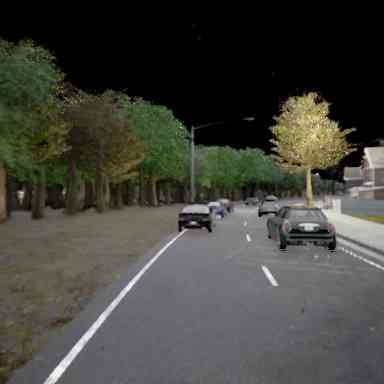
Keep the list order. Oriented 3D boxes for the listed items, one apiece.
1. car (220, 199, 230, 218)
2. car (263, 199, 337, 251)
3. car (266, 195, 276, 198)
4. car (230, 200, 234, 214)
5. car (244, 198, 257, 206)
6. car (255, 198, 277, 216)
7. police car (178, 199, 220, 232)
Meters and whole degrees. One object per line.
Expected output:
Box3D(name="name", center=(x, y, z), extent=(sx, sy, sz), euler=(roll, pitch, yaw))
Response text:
Box3D(name="car", center=(2.073, 1.499, 29.767), extent=(1.812, 1.442, 4.674), euler=(0, 0, 12))
Box3D(name="car", center=(4.504, 1.355, 14.336), extent=(2.097, 1.767, 4.553), euler=(0, 0, 5))
Box3D(name="car", center=(16.076, 1.395, 67.667), extent=(1.994, 1.385, 4.181), euler=(0, 0, 27))
Box3D(name="car", center=(3.380, 1.443, 35.594), extent=(1.882, 1.535, 5.008), euler=(0, 0, 14))
Box3D(name="car", center=(9.662, 1.544, 52.723), extent=(1.895, 1.301, 4.718), euler=(0, 0, 21))
Box3D(name="car", center=(7.325, 1.539, 31.581), extent=(1.994, 1.385, 4.181), euler=(0, 0, 13))
Box3D(name="police car", center=(0.410, 1.413, 20.064), extent=(1.930, 1.638, 5.238), euler=(0, 0, 8))
